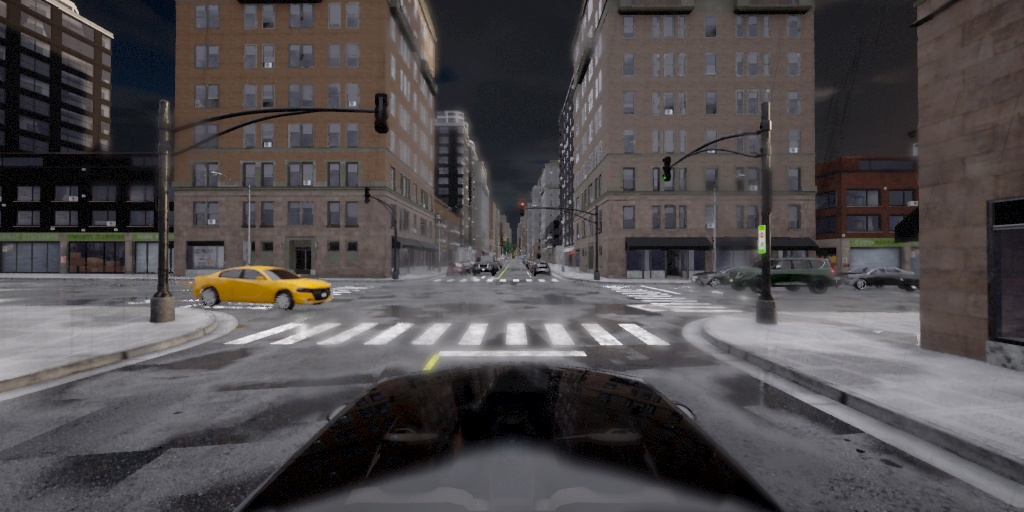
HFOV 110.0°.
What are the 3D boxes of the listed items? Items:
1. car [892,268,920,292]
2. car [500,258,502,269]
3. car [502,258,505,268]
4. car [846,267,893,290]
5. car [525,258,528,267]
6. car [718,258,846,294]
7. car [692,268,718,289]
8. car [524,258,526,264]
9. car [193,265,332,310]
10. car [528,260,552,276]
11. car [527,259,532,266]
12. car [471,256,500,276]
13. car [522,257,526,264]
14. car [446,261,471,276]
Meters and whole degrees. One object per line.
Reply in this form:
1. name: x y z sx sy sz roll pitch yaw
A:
1. car: 25.724 1.550 20.943 4.718 1.301 1.895 0 -1 0
2. car: -2.643 1.258 47.936 1.837 1.490 4.892 0 0 1
3. car: -2.502 1.353 58.192 1.895 1.301 4.718 0 0 1
4. car: 24.238 1.463 24.200 4.902 1.511 2.128 0 -1 0
5. car: 3.118 1.303 47.299 2.007 1.370 4.403 0 0 1
6. car: 15.622 1.105 21.013 5.566 2.045 2.150 0 -1 0
7. car: 14.833 1.402 24.260 4.902 1.511 2.128 0 -1 2
8. car: 3.188 1.297 52.829 1.888 1.381 4.507 0 0 1
9. car: -9.542 1.141 13.867 5.008 1.535 1.882 1 -1 9
10. car: 2.979 1.319 36.238 1.948 1.339 4.313 0 0 1
11. car: 3.048 1.298 41.769 1.888 1.381 4.507 0 0 1
12. car: -2.770 0.976 37.848 2.150 2.045 5.566 0 0 1
13. car: 3.328 1.316 63.890 1.948 1.339 4.313 0 0 1
14. car: -5.547 1.336 36.342 1.802 1.307 4.207 0 0 1
